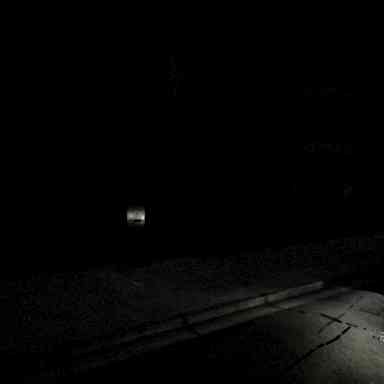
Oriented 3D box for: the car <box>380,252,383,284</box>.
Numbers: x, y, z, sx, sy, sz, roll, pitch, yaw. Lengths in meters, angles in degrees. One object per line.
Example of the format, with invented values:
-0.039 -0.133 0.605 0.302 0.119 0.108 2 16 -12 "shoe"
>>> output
6.515 1.379 8.021 4.553 1.767 2.097 0 0 -35 "car"
